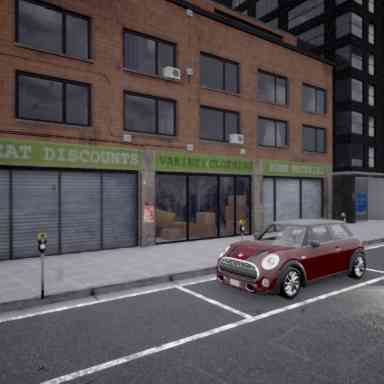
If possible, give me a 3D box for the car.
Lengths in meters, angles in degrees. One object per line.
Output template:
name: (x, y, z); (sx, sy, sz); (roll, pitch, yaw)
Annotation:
car: (2.542, 1.440, 8.376); (4.097, 1.590, 1.967); (0, 0, -36)
